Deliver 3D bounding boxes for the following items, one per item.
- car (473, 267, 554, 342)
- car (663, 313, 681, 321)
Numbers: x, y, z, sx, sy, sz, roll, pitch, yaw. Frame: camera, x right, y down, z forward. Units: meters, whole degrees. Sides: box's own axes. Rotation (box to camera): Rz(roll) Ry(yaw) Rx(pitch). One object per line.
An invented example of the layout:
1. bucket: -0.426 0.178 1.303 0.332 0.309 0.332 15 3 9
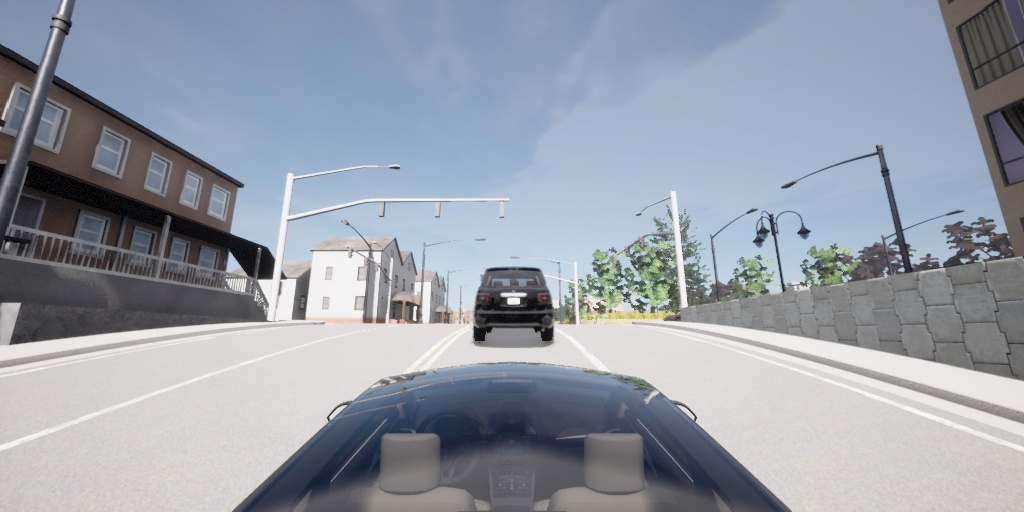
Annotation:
1. car: 0.041 1.533 11.484 2.150 2.045 5.566 0 -7 0
2. car: 15.802 5.439 31.747 4.553 1.767 2.097 0 -12 0
